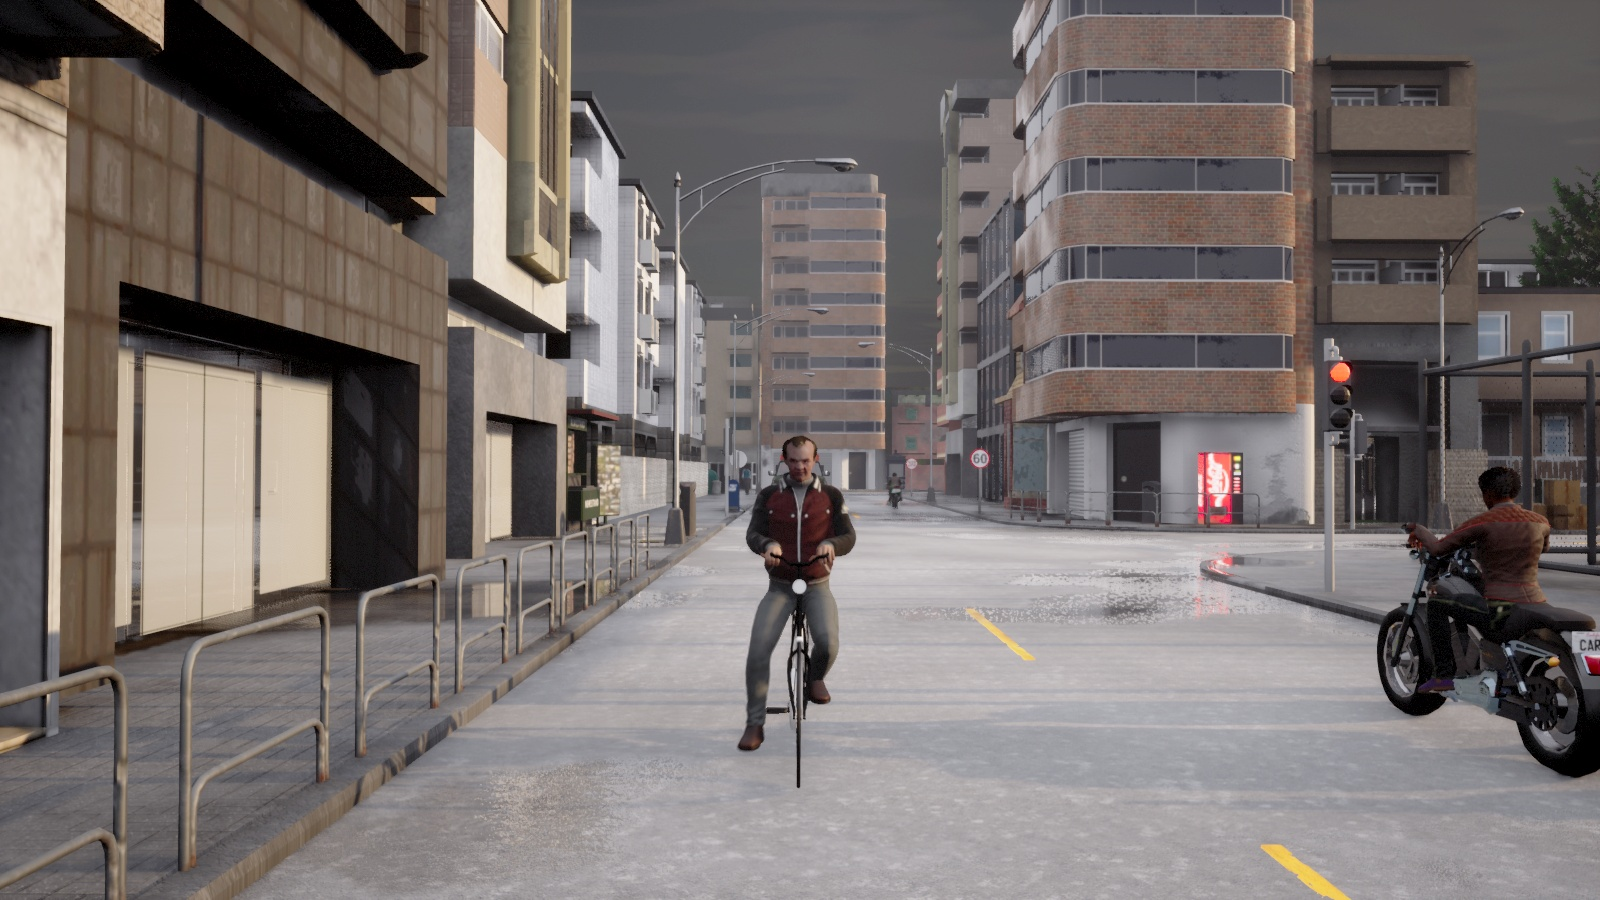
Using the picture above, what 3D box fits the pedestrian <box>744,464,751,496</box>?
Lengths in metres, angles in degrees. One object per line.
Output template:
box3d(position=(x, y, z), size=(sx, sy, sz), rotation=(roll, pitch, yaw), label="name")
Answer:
box3d(position=(-3.142, 1.790, 74.844), size=(0.396, 1.930, 0.692), rotation=(0, -1, 0), label="pedestrian")

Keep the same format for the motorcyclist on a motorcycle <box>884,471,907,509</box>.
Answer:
box3d(position=(3.990, 1.665, 52.793), size=(0.797, 1.523, 2.044), rotation=(0, -1, 0), label="motorcyclist on a motorcycle")

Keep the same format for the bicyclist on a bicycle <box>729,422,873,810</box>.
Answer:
box3d(position=(0.003, 0.796, 6.695), size=(0.659, 1.776, 1.843), rotation=(0, -2, 0), label="bicyclist on a bicycle")

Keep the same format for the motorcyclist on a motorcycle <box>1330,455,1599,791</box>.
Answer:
box3d(position=(3.999, 0.872, 7.367), size=(0.766, 1.649, 2.350), rotation=(0, -1, 0), label="motorcyclist on a motorcycle")

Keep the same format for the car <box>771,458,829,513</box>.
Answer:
box3d(position=(-0.029, 1.368, 49.796), size=(2.150, 2.045, 5.566), rotation=(0, -1, -1), label="car")
